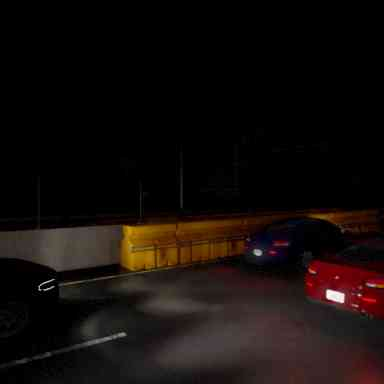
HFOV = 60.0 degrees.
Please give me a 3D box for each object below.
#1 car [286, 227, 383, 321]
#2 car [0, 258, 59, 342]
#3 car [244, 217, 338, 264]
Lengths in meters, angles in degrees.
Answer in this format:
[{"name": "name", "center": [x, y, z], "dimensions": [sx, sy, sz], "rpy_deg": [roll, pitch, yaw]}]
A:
[{"name": "car", "center": [4.201, 1.529, 6.754], "dimensions": [4.674, 1.442, 1.812], "rpy_deg": [0, 0, -36]}, {"name": "car", "center": [-4.575, 1.477, 4.781], "dimensions": [5.008, 1.535, 1.882], "rpy_deg": [0, 0, -35]}, {"name": "car", "center": [3.724, 1.530, 10.706], "dimensions": [4.674, 1.442, 1.812], "rpy_deg": [0, 0, -36]}]
